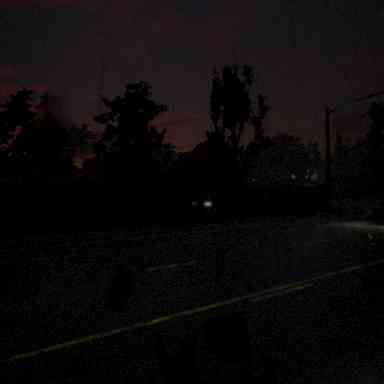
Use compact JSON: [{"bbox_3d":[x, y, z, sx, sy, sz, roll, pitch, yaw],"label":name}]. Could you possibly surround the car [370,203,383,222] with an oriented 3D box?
[{"bbox_3d":[13.992,1.217,22.463,5.008,1.535,1.882,-1,0,-35],"label":"car"}]
